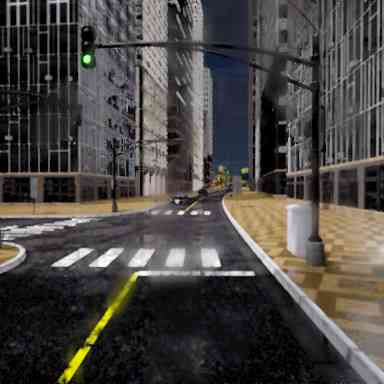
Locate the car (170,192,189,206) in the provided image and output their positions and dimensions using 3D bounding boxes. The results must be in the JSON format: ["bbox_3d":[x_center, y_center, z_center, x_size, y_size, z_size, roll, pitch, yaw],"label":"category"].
[{"bbox_3d":[-1.404,0.784,38.510,2.128,1.511,4.902,0,2,5],"label":"car"}]

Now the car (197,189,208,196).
[{"bbox_3d":[2.336,0.037,71.630,1.882,1.535,5.008,0,1,8],"label":"car"}]
